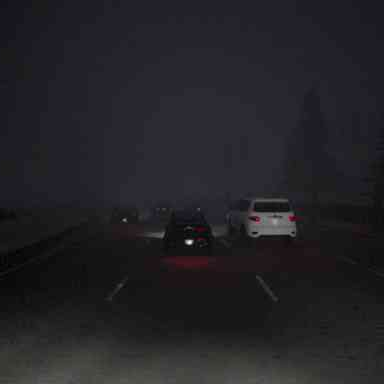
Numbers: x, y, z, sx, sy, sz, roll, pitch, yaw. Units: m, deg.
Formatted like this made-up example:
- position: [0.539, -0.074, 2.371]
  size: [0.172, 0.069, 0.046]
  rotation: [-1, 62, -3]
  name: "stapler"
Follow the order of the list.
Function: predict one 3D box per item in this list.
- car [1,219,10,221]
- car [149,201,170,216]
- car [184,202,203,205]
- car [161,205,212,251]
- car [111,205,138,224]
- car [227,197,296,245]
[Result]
- position: [-11.088, 1.618, 18.323]
  size: [1.994, 1.385, 4.181]
  rotation: [0, 0, -6]
  name: "car"
- position: [-3.137, 1.642, 33.275]
  size: [2.033, 1.411, 5.357]
  rotation: [0, 0, -14]
  name: "car"
- position: [0.181, 1.661, 34.048]
  size: [1.994, 1.385, 4.181]
  rotation: [0, 0, -14]
  name: "car"
- position: [-0.244, 1.546, 14.358]
  size: [1.837, 1.490, 4.892]
  rotation: [0, 0, -4]
  name: "car"
- position: [-5.052, 1.673, 25.339]
  size: [1.895, 1.301, 4.718]
  rotation: [0, 0, -9]
  name: "car"
- position: [3.158, 1.268, 16.108]
  size: [2.150, 2.045, 5.566]
  rotation: [0, 0, -4]
  name: "car"
